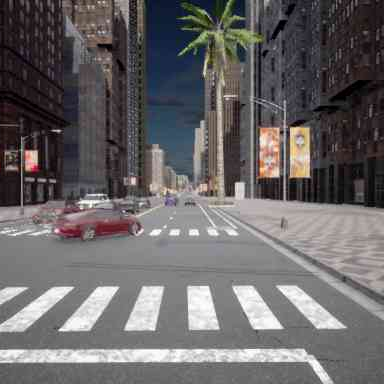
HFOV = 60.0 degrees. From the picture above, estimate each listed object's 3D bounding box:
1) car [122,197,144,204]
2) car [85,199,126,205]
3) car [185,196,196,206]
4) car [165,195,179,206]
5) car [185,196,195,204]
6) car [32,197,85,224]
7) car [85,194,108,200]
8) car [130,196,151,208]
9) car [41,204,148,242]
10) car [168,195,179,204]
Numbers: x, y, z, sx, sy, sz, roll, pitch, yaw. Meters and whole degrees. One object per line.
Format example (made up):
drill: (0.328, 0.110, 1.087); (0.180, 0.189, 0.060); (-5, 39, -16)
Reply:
car: (-6.802, 1.558, 35.850); (2.033, 1.411, 5.357); (0, 0, 0)
car: (-6.742, 1.531, 26.179); (1.812, 1.442, 4.674); (0, 0, 0)
car: (-0.321, 1.586, 56.124); (2.033, 1.411, 5.357); (0, 0, 0)
car: (-3.574, 1.565, 56.522); (1.812, 1.442, 4.674); (0, 0, 0)
car: (-0.381, 1.539, 66.547); (1.882, 1.535, 5.008); (0, 0, 0)
car: (-9.987, 1.357, 24.769); (2.097, 1.767, 4.553); (0, 0, 0)
car: (-10.043, 1.231, 34.257); (2.150, 2.045, 5.566); (0, 0, 0)
car: (-6.852, 1.513, 46.146); (2.128, 1.511, 4.902); (0, 0, 0)
car: (-4.565, 1.527, 16.355); (1.812, 1.442, 4.674); (1, 1, 35)
car: (-3.631, 1.413, 66.498); (2.097, 1.767, 4.553); (0, 0, 0)
